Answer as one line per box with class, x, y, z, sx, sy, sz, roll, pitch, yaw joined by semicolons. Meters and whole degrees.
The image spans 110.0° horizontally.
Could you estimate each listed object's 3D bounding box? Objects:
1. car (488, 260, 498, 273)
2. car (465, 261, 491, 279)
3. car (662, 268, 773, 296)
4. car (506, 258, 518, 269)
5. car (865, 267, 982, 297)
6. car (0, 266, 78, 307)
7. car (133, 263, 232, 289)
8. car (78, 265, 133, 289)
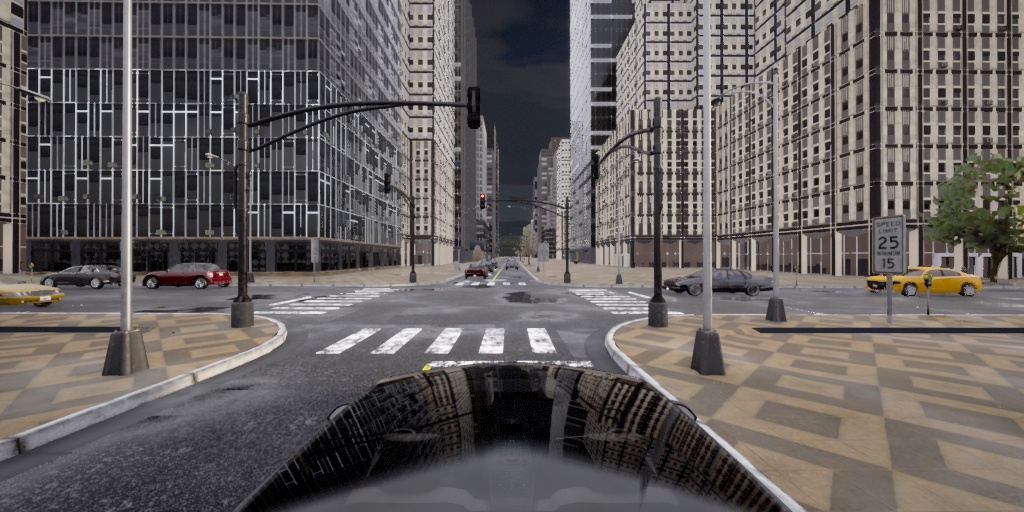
car;-3.188;1.295;43.944;2.033;1.411;5.357;0;0;0
car;-3.154;1.350;32.375;1.895;1.301;4.718;0;0;-1
car;10.933;1.362;19.107;5.357;1.411;2.033;0;0;-1
car;-0.012;1.293;54.472;2.033;1.411;5.357;0;0;0
car;22.006;1.341;19.317;5.008;1.535;1.882;0;0;-1
car;-18.922;1.165;12.639;4.829;1.417;1.751;0;0;-1
car;-19.251;1.112;21.273;4.097;1.591;1.967;0;0;-1
car;-24.927;1.189;21.139;4.403;1.370;2.007;0;0;-1
